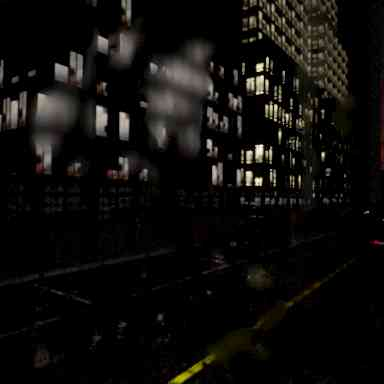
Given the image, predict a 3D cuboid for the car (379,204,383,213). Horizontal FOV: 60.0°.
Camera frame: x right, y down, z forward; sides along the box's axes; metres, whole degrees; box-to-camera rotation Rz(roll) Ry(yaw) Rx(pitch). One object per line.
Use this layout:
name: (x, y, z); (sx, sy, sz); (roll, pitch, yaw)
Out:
car: (30.326, 2.513, 51.644); (1.802, 1.307, 4.206); (0, -1, 37)

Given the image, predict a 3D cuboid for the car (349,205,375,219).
car: (16.658, 2.126, 33.438); (2.008, 1.369, 4.403); (0, -1, 37)

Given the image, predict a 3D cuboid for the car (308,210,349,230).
car: (9.823, 1.978, 24.332); (1.802, 1.307, 4.206); (0, -1, 37)

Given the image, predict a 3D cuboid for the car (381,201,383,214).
car: (23.972, 1.943, 38.735); (2.150, 2.045, 5.566); (0, -1, 37)

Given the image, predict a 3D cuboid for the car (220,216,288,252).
car: (2.990, 1.780, 15.231); (1.947, 1.339, 4.313); (0, -1, 37)

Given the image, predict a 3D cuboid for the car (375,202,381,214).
car: (23.492, 2.299, 42.541); (1.887, 1.381, 4.507); (0, -1, 37)

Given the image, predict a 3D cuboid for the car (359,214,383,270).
car: (7.032, 1.702, 10.973); (2.128, 1.511, 4.902); (0, -1, 37)
